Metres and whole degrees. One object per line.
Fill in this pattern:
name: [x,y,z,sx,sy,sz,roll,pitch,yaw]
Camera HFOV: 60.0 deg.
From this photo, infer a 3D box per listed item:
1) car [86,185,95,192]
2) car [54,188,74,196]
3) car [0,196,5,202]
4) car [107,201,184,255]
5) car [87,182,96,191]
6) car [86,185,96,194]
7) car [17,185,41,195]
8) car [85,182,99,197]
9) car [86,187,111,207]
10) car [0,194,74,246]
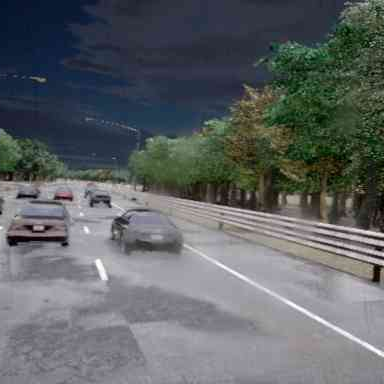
car: [-23.358,-0.777,76.812,1.895,1.301,4.718,4,1,-17]
car: [-14.383,0.202,37.457,1.994,1.385,4.181,4,1,-19]
car: [-10.875,0.553,16.984,2.128,1.511,4.902,4,1,-20]
car: [-1.768,1.304,12.178,1.994,1.385,4.181,4,1,-21]
car: [-26.367,-1.469,87.277,2.150,2.045,5.566,4,1,-16]
car: [-19.870,-0.485,65.319,1.812,1.442,4.674,4,1,-17]
car: [-17.634,-0.011,36.171,1.994,1.385,4.181,4,1,-19]
car: [-14.432,-0.115,48.329,2.097,1.767,4.553,4,1,-18]
car: [-8.718,0.587,31.451,1.837,1.490,4.892,4,1,-19]
car: [-5.434,1.031,12.254,2.033,1.411,5.357,4,1,-20]
